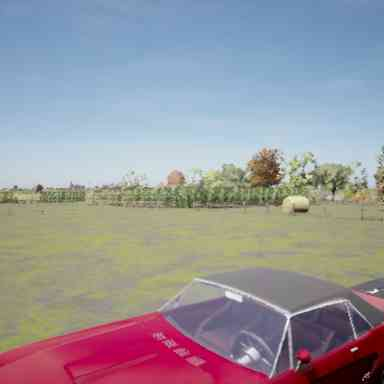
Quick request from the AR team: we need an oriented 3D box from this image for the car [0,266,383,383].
[{"bbox_3d":[0.530,1.608,3.449,4.718,1.301,1.895,0,0,-36],"label":"car"}]
